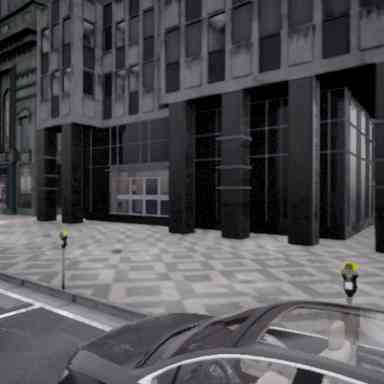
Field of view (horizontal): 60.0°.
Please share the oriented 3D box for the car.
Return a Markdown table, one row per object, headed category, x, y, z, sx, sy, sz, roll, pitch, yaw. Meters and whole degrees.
| category | x | y | z | sx | sy | sz | roll | pitch | yaw |
| --- | --- | --- | --- | --- | --- | --- | --- | --- | --- |
| car | 0.778 | 1.551 | 2.405 | 4.403 | 1.369 | 2.008 | 0 | 0 | 35 |
